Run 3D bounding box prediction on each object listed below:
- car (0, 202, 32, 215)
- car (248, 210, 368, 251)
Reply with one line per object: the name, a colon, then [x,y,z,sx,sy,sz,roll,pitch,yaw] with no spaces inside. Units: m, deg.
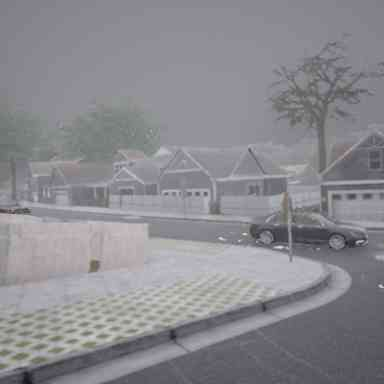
car: [-17.291,1.670,32.189,4.718,1.301,1.895,0,4,44]
car: [4.894,1.562,14.498,4.892,1.490,1.837,0,4,33]
